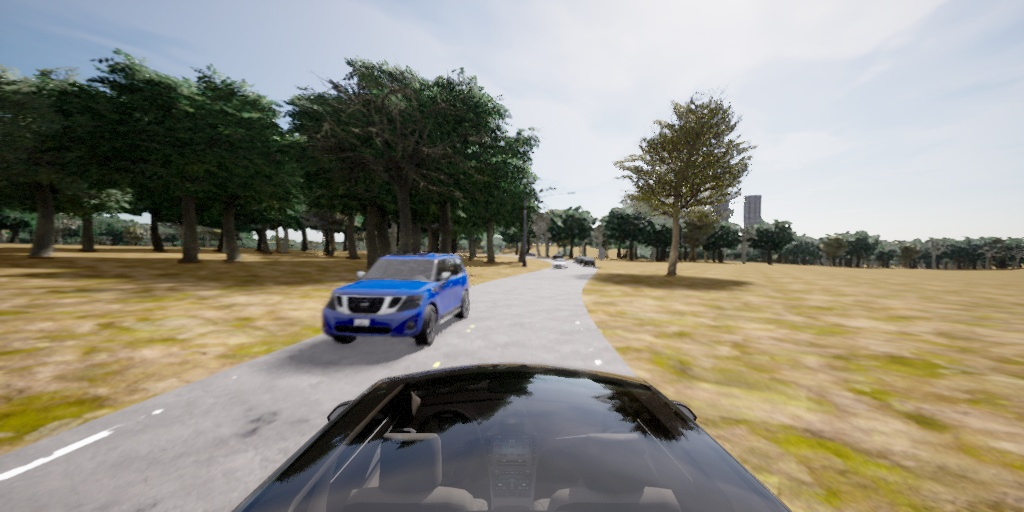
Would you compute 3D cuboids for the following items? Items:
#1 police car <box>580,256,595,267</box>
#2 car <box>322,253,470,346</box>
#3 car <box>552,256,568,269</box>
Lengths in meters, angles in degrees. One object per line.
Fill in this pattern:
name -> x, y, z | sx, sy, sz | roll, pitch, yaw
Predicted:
police car -> 13.081, 0.929, 60.918 | 1.930, 1.638, 5.238 | 0, 1, 9
car -> -2.637, 0.943, 9.727 | 2.150, 2.045, 5.566 | 0, 0, 6
car -> 6.840, 1.086, 50.905 | 1.812, 1.442, 4.674 | 1, 1, 15
